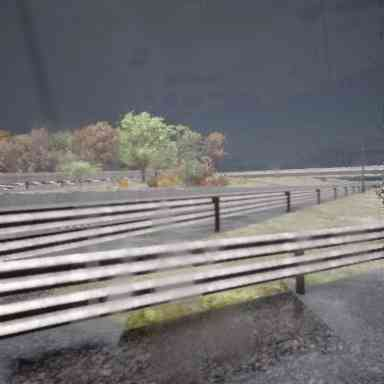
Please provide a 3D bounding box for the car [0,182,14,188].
[{"bbox_3d":[-34.048,-0.942,59.320,2.097,1.767,4.553,-1,3,12],"label":"car"}]

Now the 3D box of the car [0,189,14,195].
[{"bbox_3d":[-20.293,0.760,34.667,2.128,1.511,4.902,0,1,31],"label":"car"}]

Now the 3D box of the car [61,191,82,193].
[{"bbox_3d":[-12.575,0.666,33.889,1.837,1.490,4.892,0,1,31],"label":"car"}]

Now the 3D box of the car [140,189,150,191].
[{"bbox_3d":[-7.763,0.263,55.173,1.812,1.442,4.674,0,1,32],"label":"car"}]
